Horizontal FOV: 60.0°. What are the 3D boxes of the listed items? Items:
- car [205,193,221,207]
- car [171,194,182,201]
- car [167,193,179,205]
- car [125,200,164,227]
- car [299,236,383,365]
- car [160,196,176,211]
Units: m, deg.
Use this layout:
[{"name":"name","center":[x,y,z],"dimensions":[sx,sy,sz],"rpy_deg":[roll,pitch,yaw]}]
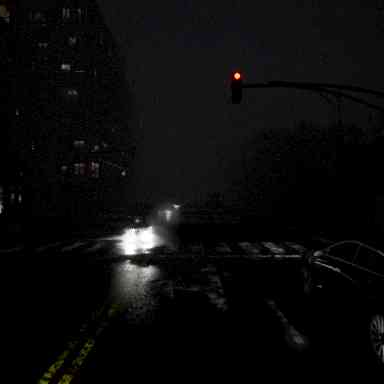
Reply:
[{"name":"car","center":[3.267,1.233,51.278],"dimensions":[2.150,2.045,5.566],"rpy_deg":[0,0,0]},{"name":"car","center":[-3.369,1.167,72.830],"dimensions":[2.128,1.511,4.902],"rpy_deg":[0,0,0]},{"name":"car","center":[-3.443,1.239,57.701],"dimensions":[2.150,2.045,5.566],"rpy_deg":[0,0,-1]},{"name":"car","center":[-3.394,1.533,23.121],"dimensions":[2.128,1.511,4.902],"rpy_deg":[0,0,0]},{"name":"car","center":[3.341,1.491,5.654],"dimensions":[2.128,1.511,4.902],"rpy_deg":[0,0,0]},{"name":"car","center":[-3.417,1.570,40.607],"dimensions":[1.994,1.385,4.181],"rpy_deg":[0,0,0]}]
